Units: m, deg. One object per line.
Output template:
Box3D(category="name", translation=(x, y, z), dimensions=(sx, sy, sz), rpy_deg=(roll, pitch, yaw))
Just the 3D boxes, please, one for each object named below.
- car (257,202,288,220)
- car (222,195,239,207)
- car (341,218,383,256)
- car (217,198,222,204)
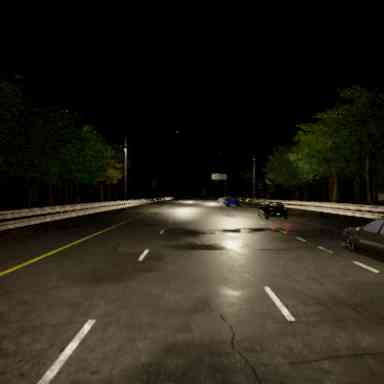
Box3D(category="car", translation=(7.051, 1.611, 29.458), dimensions=(2.128, 1.511, 4.902), rpy_deg=(0, 0, 0))
Box3D(category="car", translation=(7.201, 1.617, 59.874), dimensions=(2.150, 2.045, 5.566), rpy_deg=(0, -1, 0))
Box3D(category="car", translation=(7.008, 1.566, 11.195), dimensions=(2.033, 1.411, 5.357), rpy_deg=(0, 0, 0))
Box3D(category="car", translation=(7.394, 2.156, 83.961), dimensions=(1.812, 1.442, 4.674), rpy_deg=(0, -1, 1))
